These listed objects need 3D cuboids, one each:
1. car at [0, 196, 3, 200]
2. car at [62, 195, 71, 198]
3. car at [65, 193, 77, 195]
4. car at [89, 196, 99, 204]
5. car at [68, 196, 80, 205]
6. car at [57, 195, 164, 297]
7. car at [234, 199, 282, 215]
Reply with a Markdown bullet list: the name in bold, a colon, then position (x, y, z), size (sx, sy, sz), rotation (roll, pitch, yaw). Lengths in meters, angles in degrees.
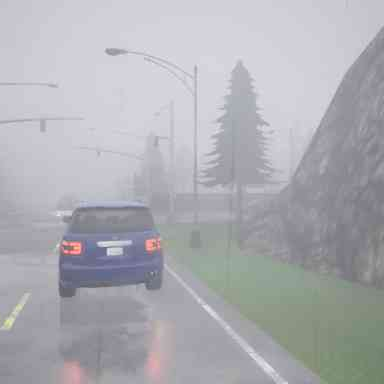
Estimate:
- **car**: position (-36.278, 1.374, 61.347), size (1.845, 1.501, 3.633), rotation (0, 0, -16)
- **car**: position (-16.252, 1.492, 42.885), size (2.128, 1.511, 4.902), rotation (0, 0, -17)
- **car**: position (-19.119, 1.221, 52.437), size (2.150, 2.045, 5.566), rotation (0, 0, -17)
- **car**: position (-19.029, 1.526, 64.602), size (1.812, 1.442, 4.674), rotation (0, 0, -17)
- **car**: position (-21.980, 1.564, 62.130), size (1.994, 1.385, 4.181), rotation (0, 0, -16)
- **car**: position (-2.214, 1.221, 8.890), size (2.150, 2.045, 5.566), rotation (0, 0, -16)
- **car**: position (6.623, 1.505, 33.222), size (4.892, 1.490, 1.837), rotation (0, 0, -18)
